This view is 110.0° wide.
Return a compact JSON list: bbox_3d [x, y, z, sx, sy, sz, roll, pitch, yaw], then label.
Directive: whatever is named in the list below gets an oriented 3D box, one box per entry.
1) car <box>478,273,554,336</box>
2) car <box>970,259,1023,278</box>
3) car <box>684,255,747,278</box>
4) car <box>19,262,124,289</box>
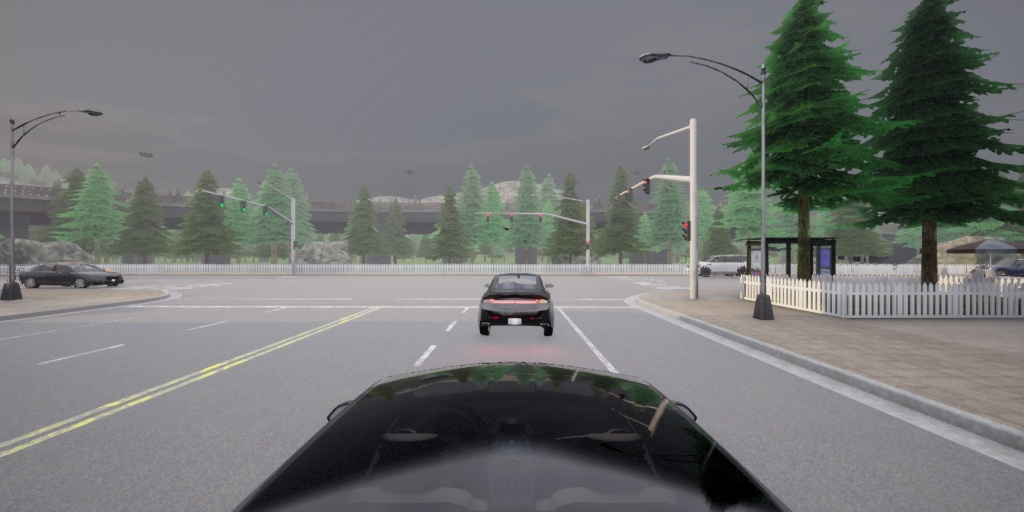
[{"bbox_3d":[0.181,1.241,10.394,2.128,1.511,4.902,0,0,3],"label":"car"},{"bbox_3d":[42.508,1.046,30.461,4.553,1.767,2.097,0,0,16],"label":"car"},{"bbox_3d":[18.649,0.915,32.400,5.566,2.045,2.150,0,0,0],"label":"car"},{"bbox_3d":[-26.747,1.196,21.863,4.892,1.490,1.837,1,0,0],"label":"car"}]
